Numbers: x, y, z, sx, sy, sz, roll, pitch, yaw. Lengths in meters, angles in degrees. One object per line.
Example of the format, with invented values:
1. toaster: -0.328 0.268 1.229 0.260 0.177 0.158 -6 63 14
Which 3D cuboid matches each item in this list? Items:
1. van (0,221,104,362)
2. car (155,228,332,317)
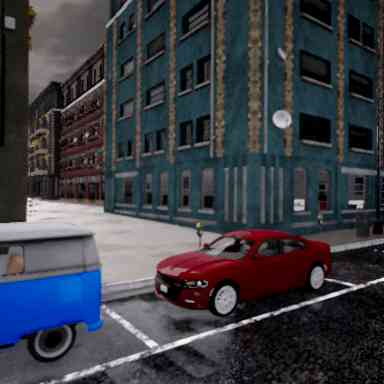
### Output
1. van: -3.181 1.341 4.280 3.998 1.788 1.690 0 0 -35
2. car: 1.315 1.557 7.488 4.507 1.381 1.887 0 0 -35
